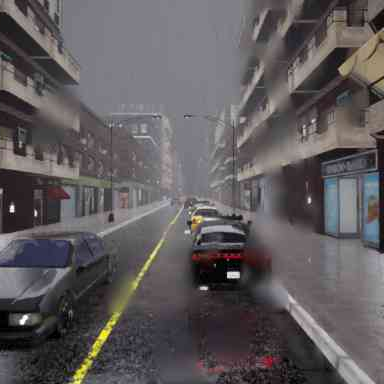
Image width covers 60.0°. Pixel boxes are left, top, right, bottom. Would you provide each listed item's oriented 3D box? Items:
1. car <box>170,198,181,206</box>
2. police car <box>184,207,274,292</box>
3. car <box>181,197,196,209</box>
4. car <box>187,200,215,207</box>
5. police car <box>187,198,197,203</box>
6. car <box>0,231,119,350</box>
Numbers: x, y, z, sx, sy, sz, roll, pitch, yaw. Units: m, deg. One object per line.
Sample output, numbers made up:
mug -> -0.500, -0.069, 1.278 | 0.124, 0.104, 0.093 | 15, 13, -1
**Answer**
car -> -2.847, 1.728, 59.713 | 1.812, 1.442, 4.674 | 0, 0, 0
police car -> 0.812, 1.437, 9.138 | 1.930, 1.638, 5.238 | 0, 0, 0
car -> -0.050, 1.504, 47.599 | 2.097, 1.767, 4.553 | 0, 0, 0
car -> 0.795, 1.494, 19.221 | 1.801, 1.575, 5.366 | 0, 0, 0
police car -> 0.785, 1.485, 25.141 | 1.930, 1.638, 5.238 | 0, 0, 0
car -> -2.861, 1.555, 6.825 | 2.033, 1.411, 5.357 | 0, 0, 0
